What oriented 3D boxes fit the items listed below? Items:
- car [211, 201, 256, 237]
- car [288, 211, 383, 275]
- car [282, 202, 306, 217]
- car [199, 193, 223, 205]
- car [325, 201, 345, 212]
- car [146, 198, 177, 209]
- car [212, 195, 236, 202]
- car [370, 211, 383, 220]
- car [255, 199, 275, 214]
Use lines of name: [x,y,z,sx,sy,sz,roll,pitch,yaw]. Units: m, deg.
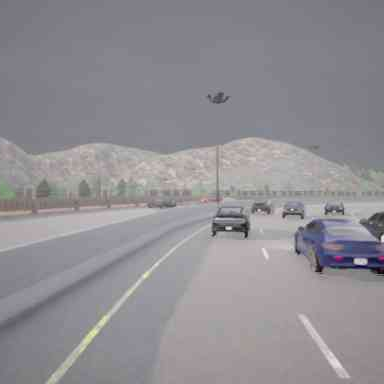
car: [2.213,1.502,18.122,2.128,1.511,4.902,0,0,11]
car: [4.451,1.545,10.491,1.812,1.442,4.674,0,0,7]
car: [9.479,1.588,30.823,2.033,1.411,5.357,0,0,21]
car: [3.139,1.239,50.398,2.150,2.045,5.566,0,0,30]
car: [15.333,1.666,35.641,1.895,1.301,4.718,0,0,25]
car: [-3.958,1.532,44.356,2.033,1.411,5.357,0,0,25]
car: [4.933,1.548,46.420,1.812,1.442,4.674,0,0,28]
car: [8.527,1.542,14.045,1.837,1.490,4.892,0,0,10]
car: [7.628,1.538,35.392,1.837,1.490,4.892,0,0,22]
